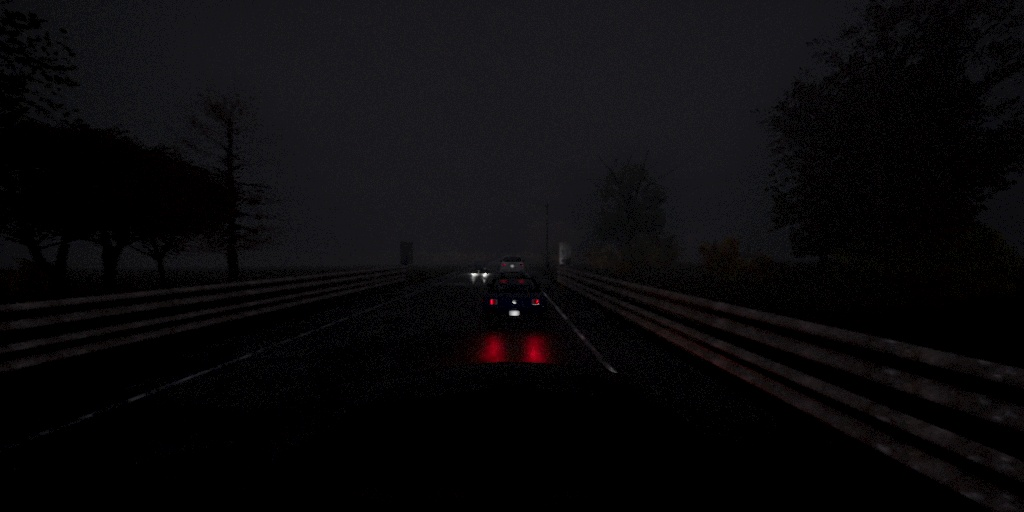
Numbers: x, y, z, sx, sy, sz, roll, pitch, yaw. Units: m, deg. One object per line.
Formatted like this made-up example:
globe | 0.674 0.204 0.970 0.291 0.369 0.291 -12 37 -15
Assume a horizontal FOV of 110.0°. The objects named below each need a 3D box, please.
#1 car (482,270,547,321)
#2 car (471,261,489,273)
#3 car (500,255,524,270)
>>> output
car | 0.067 1.347 12.476 1.895 1.301 4.718 0 0 0
car | -3.683 1.279 42.245 2.033 1.411 5.357 0 0 0
car | 0.027 0.960 34.761 2.150 2.045 5.566 0 0 0
